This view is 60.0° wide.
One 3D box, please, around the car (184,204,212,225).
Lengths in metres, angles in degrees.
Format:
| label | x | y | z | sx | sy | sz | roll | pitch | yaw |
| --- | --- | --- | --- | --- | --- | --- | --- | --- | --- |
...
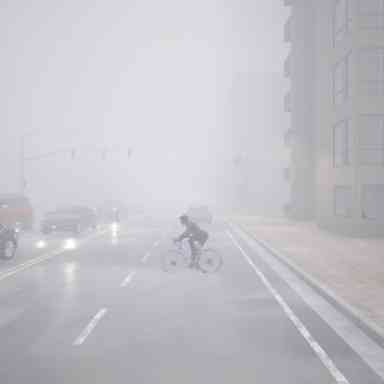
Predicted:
| label | x | y | z | sx | sy | sz | roll | pitch | yaw |
| --- | --- | --- | --- | --- | --- | --- | --- | --- | --- |
| car | 0.427 | 1.563 | 24.048 | 1.994 | 1.385 | 4.181 | 0 | 0 | 1 |

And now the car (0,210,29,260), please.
| label | x | y | z | sx | sy | sz | roll | pitch | yaw |
| --- | --- | --- | --- | --- | --- | --- | --- | --- | --- |
| car | -6.976 | 1.505 | 9.674 | 1.837 | 1.490 | 4.892 | 0 | 0 | 1 |

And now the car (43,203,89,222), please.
| label | x | y | z | sx | sy | sz | roll | pitch | yaw |
| --- | --- | --- | --- | --- | --- | --- | --- | --- | --- |
| car | -10.130 | 1.601 | 27.137 | 1.895 | 1.301 | 4.718 | 0 | 0 | 1 |

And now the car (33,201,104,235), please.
| label | x | y | z | sx | sy | sz | roll | pitch | yaw |
| --- | --- | --- | --- | --- | --- | --- | --- | --- | --- |
| car | -6.822 | 1.505 | 18.978 | 1.837 | 1.490 | 4.892 | 0 | 0 | 1 |

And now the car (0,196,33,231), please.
| label | x | y | z | sx | sy | sz | roll | pitch | yaw |
| --- | --- | --- | --- | --- | --- | --- | --- | --- | --- |
| car | -10.354 | 1.221 | 17.358 | 2.150 | 2.045 | 5.566 | 0 | 0 | 1 |

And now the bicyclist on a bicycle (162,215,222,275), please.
| label | x | y | z | sx | sy | sz | roll | pitch | yaw |
| --- | --- | --- | --- | --- | --- | --- | --- | --- | --- |
| bicyclist on a bicycle | -0.025 | 1.447 | 9.019 | 1.656 | 1.620 | 0.582 | -2 | 0 | 1 |

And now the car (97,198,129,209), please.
| label | x | y | z | sx | sy | sz | roll | pitch | yaw |
| --- | --- | --- | --- | --- | --- | --- | --- | --- | --- |
| car | -10.909 | 1.563 | 46.002 | 4.181 | 1.385 | 1.994 | 0 | 0 | 35 |

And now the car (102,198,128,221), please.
| label | x | y | z | sx | sy | sz | roll | pitch | yaw |
| --- | --- | --- | --- | --- | --- | --- | --- | --- | --- |
| car | -6.629 | 1.352 | 27.147 | 2.097 | 1.767 | 4.553 | 0 | 0 | 1 |
